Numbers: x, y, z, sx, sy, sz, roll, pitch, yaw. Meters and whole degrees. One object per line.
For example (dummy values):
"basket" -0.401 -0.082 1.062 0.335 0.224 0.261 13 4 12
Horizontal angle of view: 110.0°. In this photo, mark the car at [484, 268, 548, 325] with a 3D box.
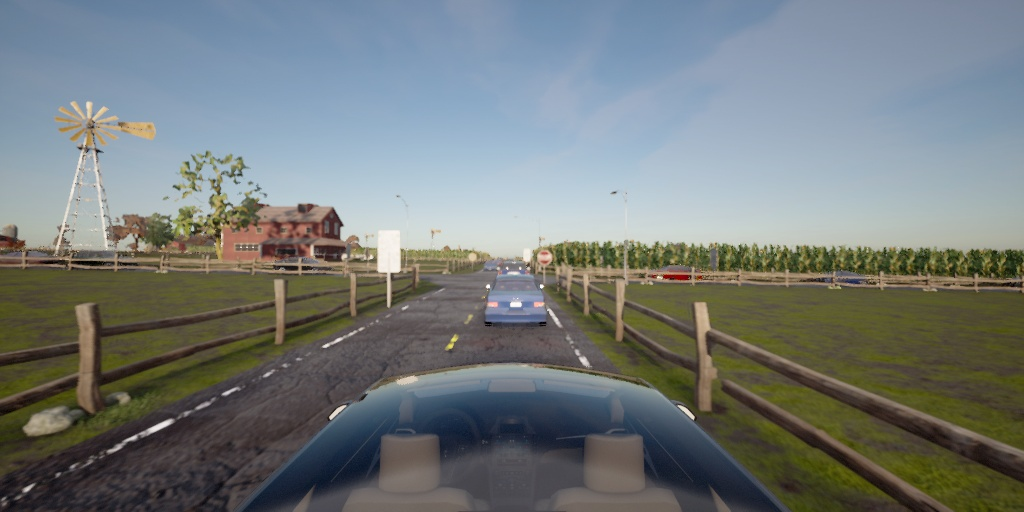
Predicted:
"car" 0.099 1.300 11.742 2.033 1.411 5.357 0 0 0

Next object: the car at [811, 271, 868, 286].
"car" 30.839 2.085 33.866 4.181 1.385 1.994 1 -1 1

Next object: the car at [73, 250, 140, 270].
"car" -35.647 0.294 31.472 4.553 1.767 2.097 1 -1 1

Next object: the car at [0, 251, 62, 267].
"car" -46.822 0.269 34.451 5.357 1.411 2.033 1 -1 1

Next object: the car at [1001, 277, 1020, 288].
"car" 49.181 2.507 33.622 4.892 1.490 1.837 1 -1 0

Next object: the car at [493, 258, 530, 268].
"car" 0.098 1.109 22.641 2.097 1.767 4.553 0 0 0

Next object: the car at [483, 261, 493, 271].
"car" -2.844 1.325 48.824 2.033 1.411 5.357 0 0 0

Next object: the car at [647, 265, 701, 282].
"car" 15.198 1.639 33.999 5.008 1.535 1.882 1 -1 0

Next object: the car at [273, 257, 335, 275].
"car" -18.083 0.853 31.322 4.892 1.490 1.837 1 -1 0
